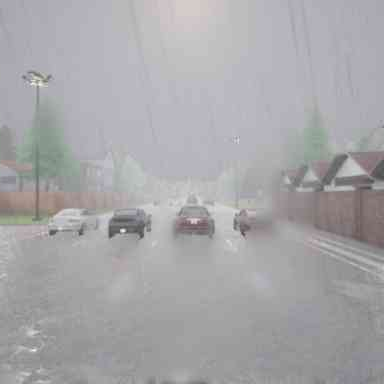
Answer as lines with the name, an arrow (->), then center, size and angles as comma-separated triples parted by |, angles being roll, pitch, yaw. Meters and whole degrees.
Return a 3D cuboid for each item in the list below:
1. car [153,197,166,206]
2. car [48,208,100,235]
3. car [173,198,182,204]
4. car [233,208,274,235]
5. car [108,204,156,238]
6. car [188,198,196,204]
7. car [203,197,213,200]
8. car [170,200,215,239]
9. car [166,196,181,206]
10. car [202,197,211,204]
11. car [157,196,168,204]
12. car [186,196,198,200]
car -> -7.008, 2.142, 68.847 | 2.033, 1.411, 5.357 | 0, -1, 0
car -> -6.916, 1.702, 19.774 | 1.812, 1.442, 4.674 | 0, -1, 0
car -> -3.509, 2.105, 79.267 | 1.994, 1.385, 4.181 | 0, -1, 0
car -> 3.584, 1.702, 19.761 | 1.812, 1.442, 4.674 | 0, -1, 0
car -> -3.402, 1.673, 18.813 | 1.837, 1.490, 4.892 | 0, 0, 0
car -> -0.009, 2.148, 79.297 | 1.895, 1.301, 4.718 | 0, -1, 0
car -> 3.492, 1.960, 69.235 | 2.097, 1.767, 4.553 | 0, -1, 0
car -> 0.098, 1.517, 18.456 | 2.097, 1.767, 4.553 | 0, -1, 0
car -> -3.508, 1.827, 68.881 | 2.150, 2.045, 5.566 | 0, -1, 0
car -> 3.491, 2.030, 79.269 | 1.882, 1.535, 5.008 | 0, -1, 0
car -> -7.009, 1.907, 79.239 | 2.097, 1.767, 4.553 | 0, -1, 0
car -> -0.008, 1.828, 68.881 | 2.150, 2.045, 5.566 | 0, -1, 0
